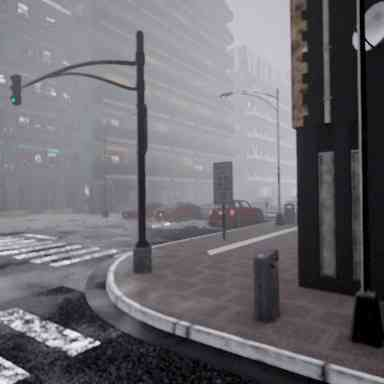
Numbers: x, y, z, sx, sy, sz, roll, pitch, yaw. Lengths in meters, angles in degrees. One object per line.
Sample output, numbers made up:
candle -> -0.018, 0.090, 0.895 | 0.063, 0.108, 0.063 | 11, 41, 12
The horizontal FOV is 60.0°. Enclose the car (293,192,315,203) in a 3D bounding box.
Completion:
car -> 19.210, 0.884, 56.995 | 2.192, 1.841, 5.009 | -1, 0, 36

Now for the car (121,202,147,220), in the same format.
car -> -3.489, 1.411, 25.993 | 1.887, 1.381, 4.507 | -1, 0, 36

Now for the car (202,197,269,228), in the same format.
car -> 2.725, 1.176, 19.951 | 1.967, 1.590, 4.097 | -1, 0, 36

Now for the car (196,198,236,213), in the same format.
car -> 2.534, 1.337, 34.104 | 2.008, 1.369, 4.403 | -1, 0, 36

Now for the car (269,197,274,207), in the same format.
car -> 9.206, 1.264, 43.261 | 1.947, 1.339, 4.313 | -1, 0, 36

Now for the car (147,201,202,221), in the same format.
car -> -1.012, 1.382, 24.852 | 1.994, 1.385, 4.181 | -1, 0, 36

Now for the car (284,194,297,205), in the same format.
car -> 14.530, 1.161, 46.056 | 2.033, 1.411, 5.357 | -1, 0, 37
